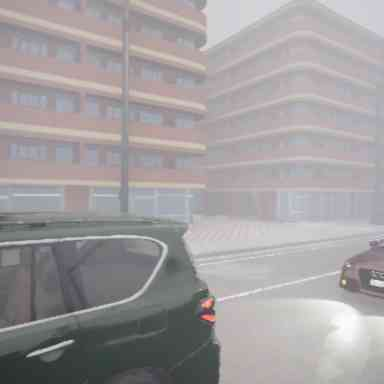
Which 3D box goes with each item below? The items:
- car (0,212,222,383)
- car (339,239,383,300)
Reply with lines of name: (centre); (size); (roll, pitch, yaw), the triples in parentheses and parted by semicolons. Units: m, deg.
car: (-2.320, 1.215, 2.337); (5.566, 2.045, 2.150); (1, 0, -36)
car: (5.334, 1.666, 7.809); (4.181, 1.385, 1.994); (1, 0, -36)
